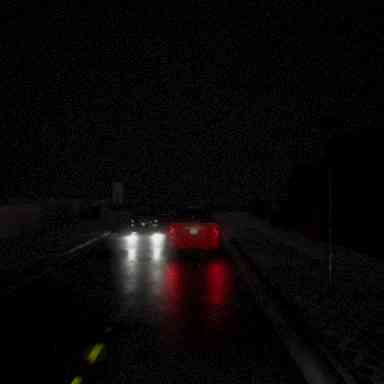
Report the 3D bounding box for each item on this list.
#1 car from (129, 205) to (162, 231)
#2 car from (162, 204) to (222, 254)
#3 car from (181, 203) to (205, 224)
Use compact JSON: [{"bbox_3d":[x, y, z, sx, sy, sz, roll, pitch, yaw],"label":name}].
[{"bbox_3d":[-2.817,1.643,21.687,1.837,1.490,4.892,0,0,0],"label":"car"},{"bbox_3d":[0.090,1.443,14.106,2.097,1.767,4.553,0,0,1],"label":"car"},{"bbox_3d":[0.099,1.705,27.482,1.812,1.442,4.674,0,0,0],"label":"car"}]
